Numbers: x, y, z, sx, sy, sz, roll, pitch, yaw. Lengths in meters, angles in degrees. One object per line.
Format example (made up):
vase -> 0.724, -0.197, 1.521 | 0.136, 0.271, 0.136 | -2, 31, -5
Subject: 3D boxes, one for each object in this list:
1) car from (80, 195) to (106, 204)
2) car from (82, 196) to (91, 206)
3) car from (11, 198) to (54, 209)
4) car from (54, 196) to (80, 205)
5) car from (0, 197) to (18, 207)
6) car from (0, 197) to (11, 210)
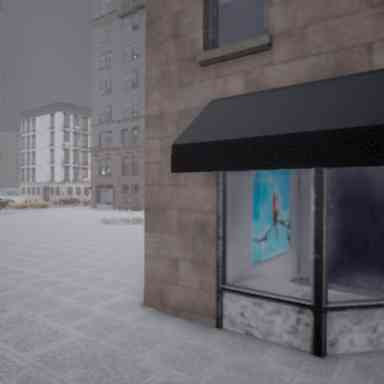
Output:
car -> -17.815, 1.339, 59.960 | 1.967, 1.590, 4.097 | 0, 0, 36
car -> -14.432, 1.390, 50.893 | 1.967, 1.590, 4.097 | 0, 0, 36
car -> -20.623, 1.473, 42.230 | 1.752, 1.417, 4.829 | 0, 0, 36
car -> -20.961, 1.442, 55.560 | 1.887, 1.381, 4.507 | 0, 0, 36
car -> -27.251, 1.446, 46.758 | 2.008, 1.369, 4.403 | 0, 0, 36
car -> -23.866, 1.262, 37.689 | 2.192, 1.841, 5.009 | 0, 0, 36
